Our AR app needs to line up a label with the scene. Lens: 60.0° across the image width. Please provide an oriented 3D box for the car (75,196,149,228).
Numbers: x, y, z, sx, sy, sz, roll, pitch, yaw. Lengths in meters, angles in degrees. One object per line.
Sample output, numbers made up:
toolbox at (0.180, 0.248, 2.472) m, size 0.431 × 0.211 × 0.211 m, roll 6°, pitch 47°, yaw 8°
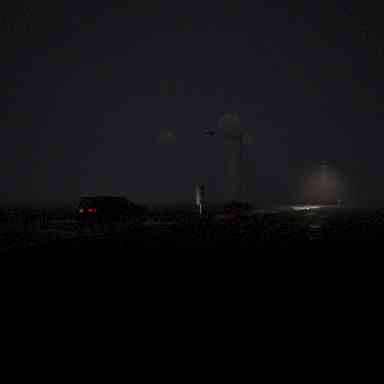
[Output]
car at (-5.492, 1.308, 23.414) m, size 2.150 × 2.045 × 5.566 m, roll 1°, pitch 0°, yaw 36°

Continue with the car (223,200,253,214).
car at (5.423, 1.672, 38.725) m, size 2.128 × 1.511 × 4.902 m, roll 1°, pitch 0°, yaw 35°
